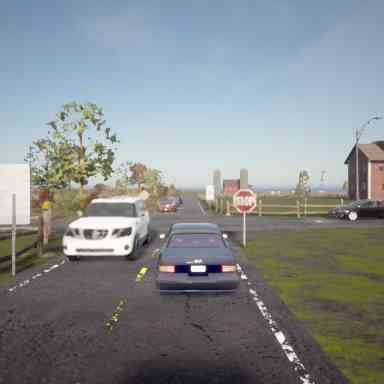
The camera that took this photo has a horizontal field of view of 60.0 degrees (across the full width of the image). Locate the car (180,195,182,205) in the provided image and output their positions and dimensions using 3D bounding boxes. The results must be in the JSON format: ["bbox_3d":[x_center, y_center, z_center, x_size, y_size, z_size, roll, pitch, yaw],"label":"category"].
[{"bbox_3d":[-2.879,1.522,49.228,1.812,1.442,4.674,0,0,1],"label":"car"}]

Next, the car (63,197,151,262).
[{"bbox_3d":[-2.864,1.218,12.514,2.150,2.045,5.566,0,0,0],"label":"car"}]

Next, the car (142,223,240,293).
[{"bbox_3d":[0.067,1.546,9.001,2.033,1.411,5.357,0,0,-1],"label":"car"}]

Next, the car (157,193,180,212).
[{"bbox_3d":[-2.880,1.349,38.843,2.097,1.767,4.553,0,0,0],"label":"car"}]

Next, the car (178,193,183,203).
[{"bbox_3d":[-2.874,1.207,60.687,2.150,2.045,5.566,0,1,0],"label":"car"}]

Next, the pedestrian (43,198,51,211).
[{"bbox_3d":[-12.183,1.412,27.790,0.375,1.860,0.375,0,1,0],"label":"pedestrian"}]

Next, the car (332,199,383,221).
[{"bbox_3d":[12.941,1.285,24.592,4.892,1.490,1.837,-1,0,0],"label":"car"}]
